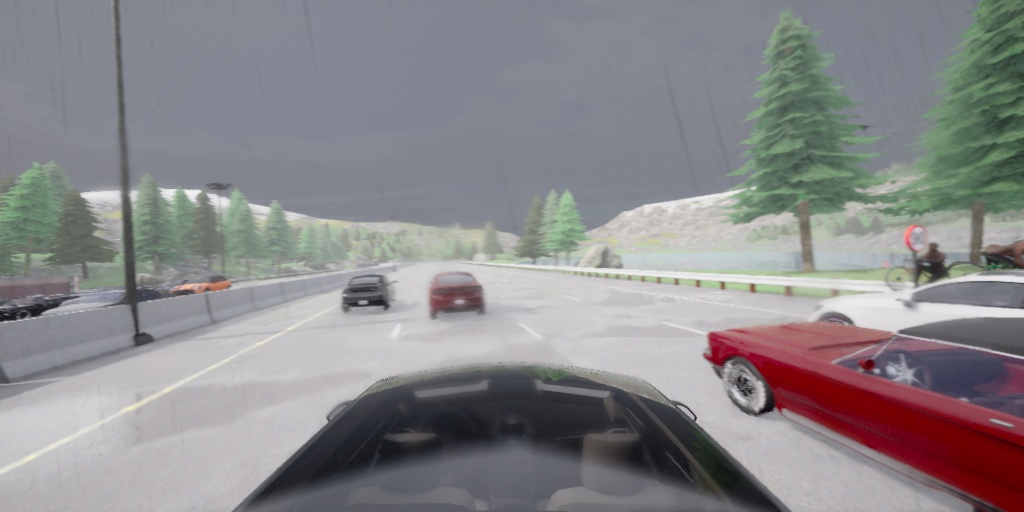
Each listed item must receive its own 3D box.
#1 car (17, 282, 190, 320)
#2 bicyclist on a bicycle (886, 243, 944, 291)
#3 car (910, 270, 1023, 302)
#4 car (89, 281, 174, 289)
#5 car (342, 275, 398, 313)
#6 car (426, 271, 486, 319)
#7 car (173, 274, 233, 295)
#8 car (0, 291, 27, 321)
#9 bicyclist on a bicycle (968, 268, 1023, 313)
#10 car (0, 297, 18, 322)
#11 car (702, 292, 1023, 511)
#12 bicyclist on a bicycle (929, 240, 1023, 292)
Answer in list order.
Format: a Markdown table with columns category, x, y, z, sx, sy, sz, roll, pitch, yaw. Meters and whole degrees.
| category | x | y | z | sx | sy | sz | roll | pitch | yaw |
| --- | --- | --- | --- | --- | --- | --- | --- | --- | --- |
| car | -17.246 | 2.206 | 15.717 | 2.033 | 1.411 | 5.357 | -3 | 0 | -13 |
| bicyclist on a bicycle | 10.959 | 0.453 | 9.552 | 1.656 | 1.620 | 0.582 | 30 | 3 | -3 |
| car | 6.757 | 0.910 | 4.840 | 1.812 | 1.442 | 4.674 | -3 | 0 | -10 |
| car | -21.657 | 2.412 | 19.610 | 2.128 | 1.511 | 4.902 | -3 | 0 | -13 |
| car | -6.414 | 1.584 | 16.419 | 1.837 | 1.490 | 4.892 | -3 | 0 | -13 |
| car | -2.235 | 1.334 | 13.853 | 1.882 | 1.535 | 5.008 | -3 | 0 | -13 |
| car | -23.474 | 2.333 | 27.240 | 2.097 | 1.767 | 4.553 | -3 | 0 | -13 |
| car | -28.464 | 2.779 | 18.021 | 2.128 | 1.511 | 4.902 | -3 | 0 | -13 |
| bicyclist on a bicycle | 11.899 | 0.587 | 7.934 | 1.620 | 0.582 | 1.656 | -16 | -16 | -14 |
| car | -25.047 | 2.729 | 18.787 | 1.895 | 1.301 | 4.718 | -3 | 0 | -13 |
| car | 3.796 | 1.146 | 2.827 | 1.895 | 1.301 | 4.718 | -3 | 0 | -8 |
| bicyclist on a bicycle | 10.023 | 0.277 | 7.203 | 0.582 | 1.620 | 1.656 | -19 | 32 | -8 |
